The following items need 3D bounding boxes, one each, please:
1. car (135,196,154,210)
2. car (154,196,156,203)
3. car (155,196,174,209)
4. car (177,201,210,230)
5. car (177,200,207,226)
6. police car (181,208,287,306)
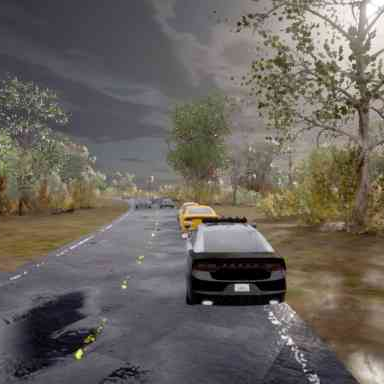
[{"bbox_3d":[-6.436,1.346,43.893,2.097,1.767,4.553,0,0,-9],"label":"car"},{"bbox_3d":[-6.817,1.515,63.503,1.812,1.442,4.674,0,0,-12],"label":"car"},{"bbox_3d":[-3.577,1.540,46.143,2.033,1.411,5.357,0,0,-9],"label":"car"},{"bbox_3d":[0.313,1.475,18.204,1.882,1.535,5.008,0,0,-4],"label":"car"},{"bbox_3d":[-0.141,1.452,24.425,1.801,1.575,5.366,0,0,-5],"label":"car"},{"bbox_3d":[0.774,1.424,8.246,1.930,1.638,5.238,0,0,-2],"label":"police car"}]
